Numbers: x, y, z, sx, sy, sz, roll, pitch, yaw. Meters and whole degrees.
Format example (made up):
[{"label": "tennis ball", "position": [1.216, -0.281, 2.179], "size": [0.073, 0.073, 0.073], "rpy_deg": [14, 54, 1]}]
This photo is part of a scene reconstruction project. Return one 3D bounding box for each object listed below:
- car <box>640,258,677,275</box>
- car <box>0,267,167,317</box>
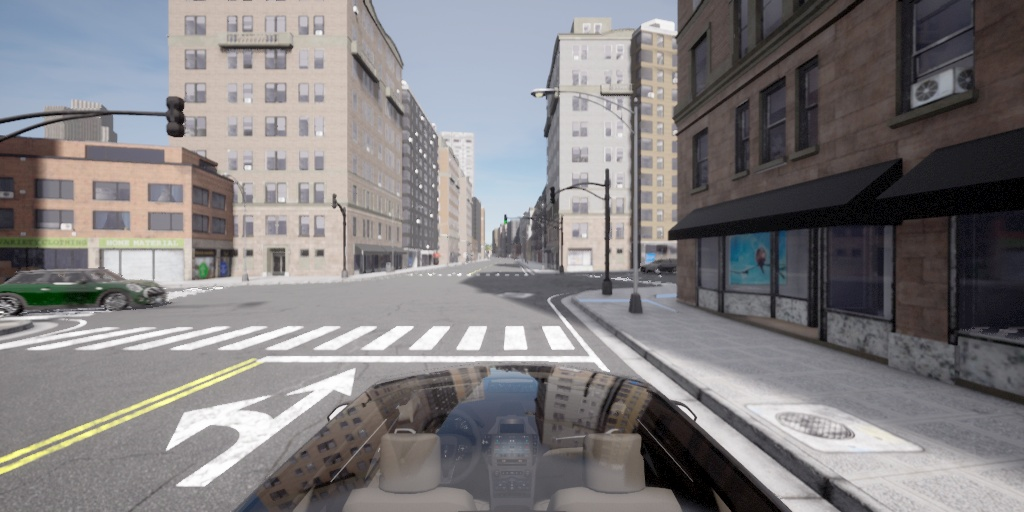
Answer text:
[{"label": "car", "position": [15.094, 1.024, 35.664], "size": [4.892, 1.490, 1.837], "rpy_deg": [-1, 1, -17]}, {"label": "car", "position": [-17.079, 1.291, 14.440], "size": [4.553, 1.767, 2.097], "rpy_deg": [-1, 0, -19]}]
